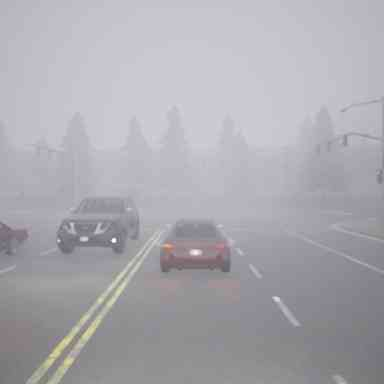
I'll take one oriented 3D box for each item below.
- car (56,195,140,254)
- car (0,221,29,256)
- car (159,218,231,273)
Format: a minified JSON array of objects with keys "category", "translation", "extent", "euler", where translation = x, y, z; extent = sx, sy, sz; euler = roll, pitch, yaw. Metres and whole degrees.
[{"category":"car","translation":[-3.500,1.158,13.565],"extent":[2.150,2.045,5.566],"euler":[0,0,0]},{"category":"car","translation":[-7.031,1.553,10.154],"extent":[1.895,1.301,4.718],"euler":[0,0,0]},{"category":"car","translation":[0.093,1.514,10.547],"extent":[1.994,1.385,4.181],"euler":[0,0,0]}]
